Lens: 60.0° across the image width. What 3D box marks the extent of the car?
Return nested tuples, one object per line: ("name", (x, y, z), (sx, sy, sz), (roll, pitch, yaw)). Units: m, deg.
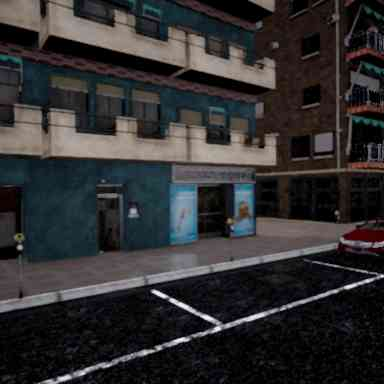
("car", (6.732, 1.493, 11.367), (4.206, 1.307, 1.802), (-1, 0, -35))
